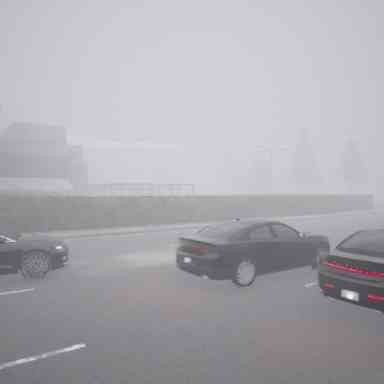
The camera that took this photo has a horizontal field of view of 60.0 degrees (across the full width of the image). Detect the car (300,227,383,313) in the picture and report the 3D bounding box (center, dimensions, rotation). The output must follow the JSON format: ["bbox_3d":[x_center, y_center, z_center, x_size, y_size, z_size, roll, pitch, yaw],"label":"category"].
[{"bbox_3d":[4.656,1.505,7.066,4.892,1.490,1.837,0,0,-35],"label":"car"}]

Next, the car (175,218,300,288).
[{"bbox_3d":[1.894,1.477,9.395,5.008,1.535,1.882,0,0,-35],"label":"car"}]

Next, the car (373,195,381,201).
[{"bbox_3d":[45.748,1.552,83.398,1.994,1.385,4.181,0,0,9],"label":"car"}]

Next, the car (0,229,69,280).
[{"bbox_3d":[-5.679,1.491,8.294,4.902,1.511,2.128,0,0,-35],"label":"car"}]
